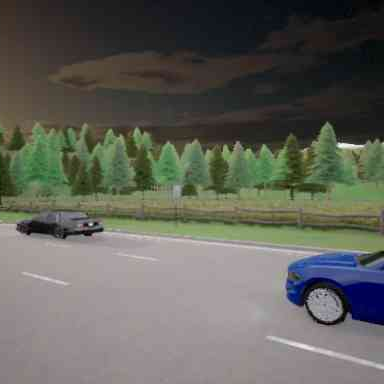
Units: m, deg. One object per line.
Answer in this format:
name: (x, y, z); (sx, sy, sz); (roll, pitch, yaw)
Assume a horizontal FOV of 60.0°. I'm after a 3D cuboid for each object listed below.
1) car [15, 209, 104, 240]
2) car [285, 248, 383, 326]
car: (-6.978, 1.619, 17.369); (5.357, 1.411, 2.033); (0, 0, 33)
car: (4.067, 1.477, 5.391); (5.008, 1.535, 1.882); (0, 0, 35)
